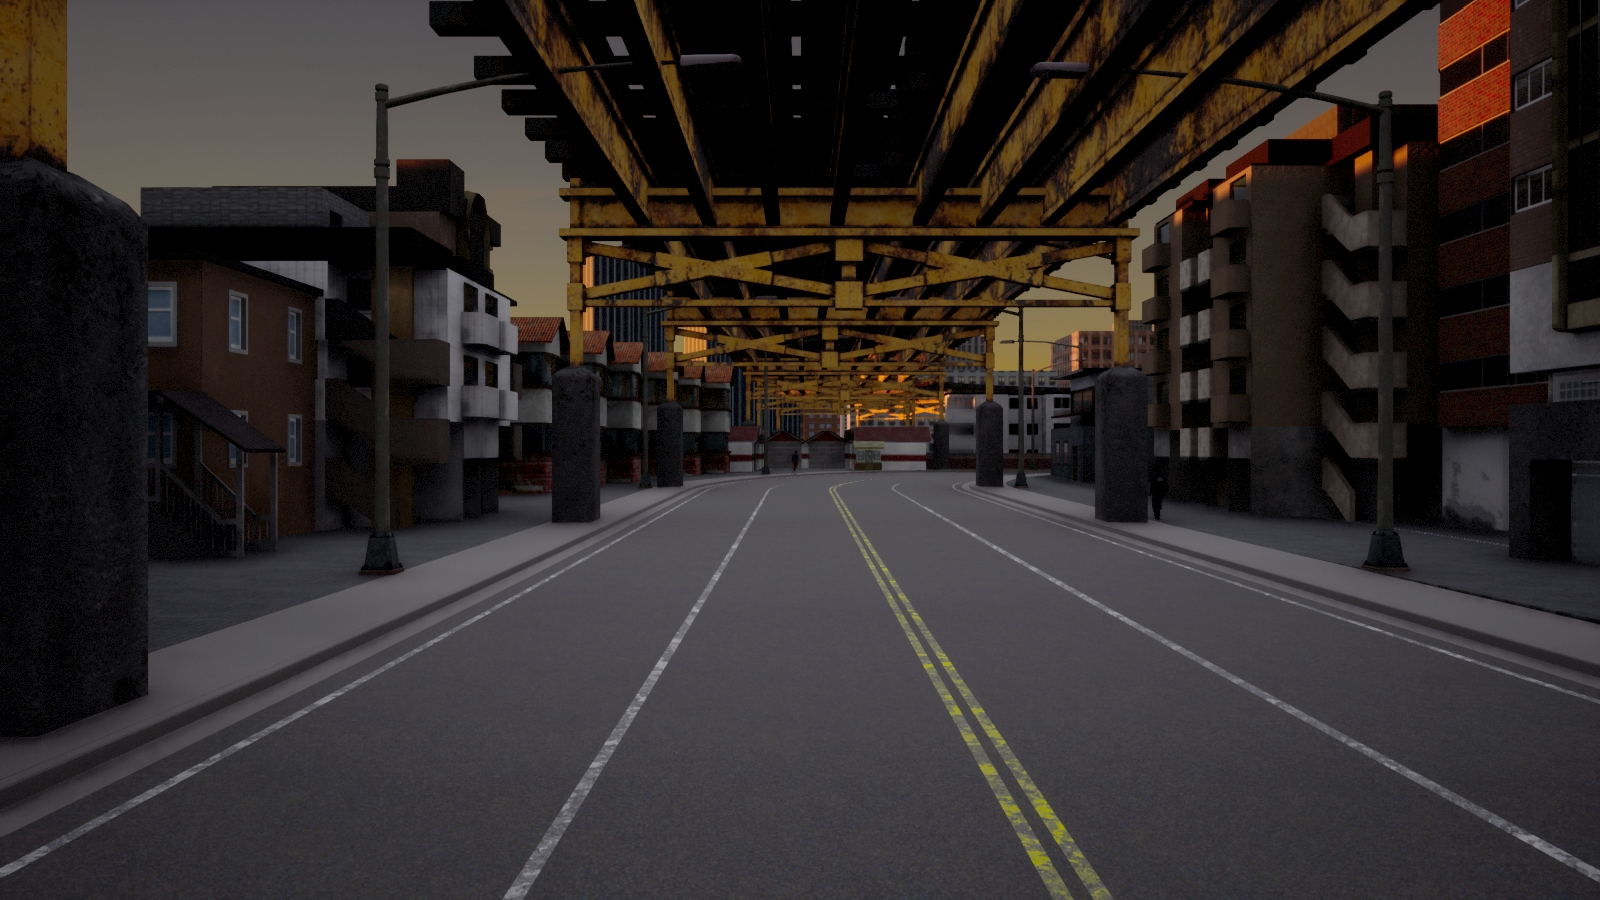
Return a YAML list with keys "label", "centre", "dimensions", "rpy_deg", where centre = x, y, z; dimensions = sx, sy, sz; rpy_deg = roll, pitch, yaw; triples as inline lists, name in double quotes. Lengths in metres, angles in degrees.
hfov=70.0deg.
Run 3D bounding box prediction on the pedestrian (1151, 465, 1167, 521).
- label: "pedestrian"
  centre: [12.081, 1.440, 38.464]
  dimensions: [0.375, 1.860, 0.375]
  rpy_deg: [0, 0, -6]
